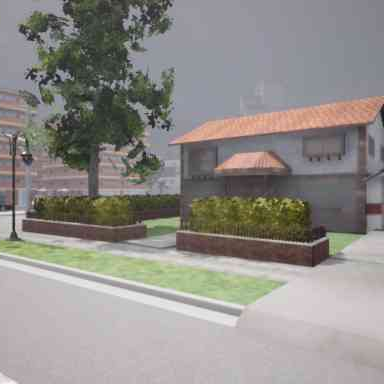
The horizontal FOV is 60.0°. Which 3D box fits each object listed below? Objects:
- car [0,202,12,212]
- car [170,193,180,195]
[{"bbox_3d":[-21.589,1.599,35.037,1.895,1.301,4.718,0,0,33],"label":"car"},{"bbox_3d":[-3.107,1.222,60.344,2.150,2.045,5.566,0,0,37],"label":"car"}]
